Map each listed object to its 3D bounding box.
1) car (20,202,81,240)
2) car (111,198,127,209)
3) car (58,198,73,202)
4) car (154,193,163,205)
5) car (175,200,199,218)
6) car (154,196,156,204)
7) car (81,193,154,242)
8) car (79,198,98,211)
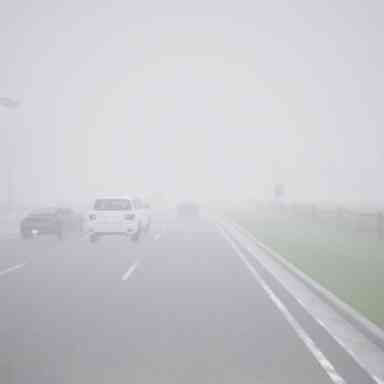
[{"bbox_3d":[-6.917,1.498,17.034,1.837,1.490,4.892,0,0,0],"label":"car"},{"bbox_3d":[-10.061,1.585,45.404,1.895,1.301,4.718,0,0,-15],"label":"car"},{"bbox_3d":[-17.753,1.547,46.517,1.994,1.385,4.181,0,0,-16],"label":"car"},{"bbox_3d":[-6.528,1.204,57.071,2.150,2.045,5.566,0,0,-21],"label":"car"},{"bbox_3d":[-0.485,1.468,29.995,1.882,1.535,5.008,0,0,-5],"label":"car"},{"bbox_3d":[-6.729,1.585,46.480,1.895,1.301,4.718,0,0,-15],"label":"car"},{"bbox_3d":[-3.411,1.216,16.493,2.150,2.045,5.566,0,0,0],"label":"car"},{"bbox_3d":[-12.714,1.511,41.103,1.812,1.442,4.674,0,0,-13],"label":"car"}]
